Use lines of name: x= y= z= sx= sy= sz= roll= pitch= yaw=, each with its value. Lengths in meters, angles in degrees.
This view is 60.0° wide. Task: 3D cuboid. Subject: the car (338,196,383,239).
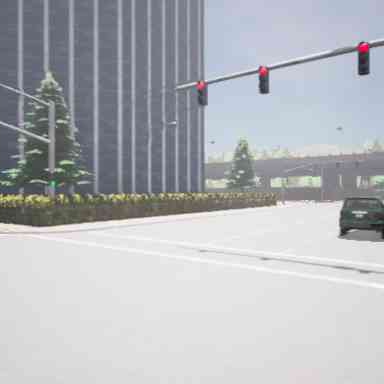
car: x=9.492 y=1.213 z=17.729 sx=2.150 sy=2.045 sz=5.566 roll=0 pitch=0 yaw=38

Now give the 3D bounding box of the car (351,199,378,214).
car: x=18.792 y=1.549 z=36.185 sx=1.994 sy=1.385 sz=4.181 roll=0 pitch=0 yaw=36
